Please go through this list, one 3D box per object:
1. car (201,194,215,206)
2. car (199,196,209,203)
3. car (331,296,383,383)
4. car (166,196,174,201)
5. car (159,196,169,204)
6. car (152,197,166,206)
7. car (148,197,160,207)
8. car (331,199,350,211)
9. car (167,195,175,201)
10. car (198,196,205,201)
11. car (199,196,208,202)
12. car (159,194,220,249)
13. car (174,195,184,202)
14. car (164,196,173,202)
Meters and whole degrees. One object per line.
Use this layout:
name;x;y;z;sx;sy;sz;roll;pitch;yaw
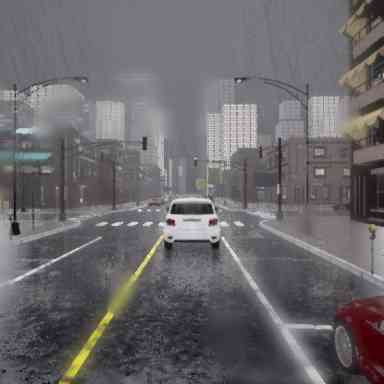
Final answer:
car;2.692;1.358;57.510;2.192;1.841;5.009;0;0;0
car;2.692;1.635;74.087;1.947;1.339;4.313;0;0;0
car;2.693;1.581;2.758;1.802;1.307;4.206;0;0;0
car;-5.689;1.673;85.136;1.802;1.307;4.206;0;0;0
car;-5.689;1.585;68.391;1.752;1.417;4.829;0;0;0
car;-5.689;1.608;57.510;1.947;1.339;4.313;0;0;0
car;-5.776;1.579;51.988;1.887;1.381;4.507;0;0;0
car;17.489;1.372;36.309;4.313;1.339;1.947;-1;1;0
car;-5.689;1.628;90.491;1.752;1.417;4.829;0;0;0
car;2.691;1.686;90.661;1.802;1.307;4.206;0;0;0
car;2.691;1.631;79.612;2.008;1.369;4.403;0;0;0
car;0.000;1.262;14.680;2.150;2.045;5.566;0;0;0
car;-2.999;1.599;79.295;2.128;1.511;4.902;0;0;0
car;-5.689;1.662;79.612;1.802;1.307;4.206;0;0;0
